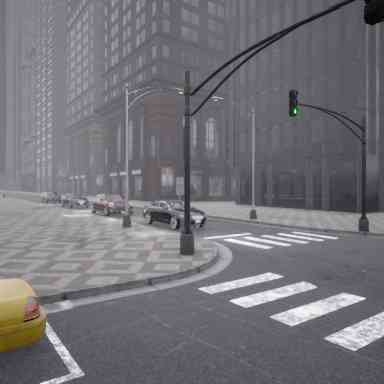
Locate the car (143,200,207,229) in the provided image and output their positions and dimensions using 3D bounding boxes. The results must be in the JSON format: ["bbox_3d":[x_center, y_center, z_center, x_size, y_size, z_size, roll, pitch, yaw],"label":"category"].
[{"bbox_3d":[-1.104,1.205,19.218,2.128,1.511,4.902,0,1,-36],"label":"car"}]

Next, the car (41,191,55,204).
[{"bbox_3d":[-18.326,0.688,43.247,1.837,1.490,4.892,0,1,-35],"label":"car"}]

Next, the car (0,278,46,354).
[{"bbox_3d":[-4.259,1.525,3.614,4.829,1.417,1.752,0,0,-35],"label":"car"}]

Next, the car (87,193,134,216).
[{"bbox_3d":[-6.435,0.895,26.638,2.097,1.767,4.553,0,1,-35],"label":"car"}]

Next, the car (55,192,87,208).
[{"bbox_3d":[-12.316,0.853,34.828,2.128,1.511,4.902,0,1,-36],"label":"car"}]
